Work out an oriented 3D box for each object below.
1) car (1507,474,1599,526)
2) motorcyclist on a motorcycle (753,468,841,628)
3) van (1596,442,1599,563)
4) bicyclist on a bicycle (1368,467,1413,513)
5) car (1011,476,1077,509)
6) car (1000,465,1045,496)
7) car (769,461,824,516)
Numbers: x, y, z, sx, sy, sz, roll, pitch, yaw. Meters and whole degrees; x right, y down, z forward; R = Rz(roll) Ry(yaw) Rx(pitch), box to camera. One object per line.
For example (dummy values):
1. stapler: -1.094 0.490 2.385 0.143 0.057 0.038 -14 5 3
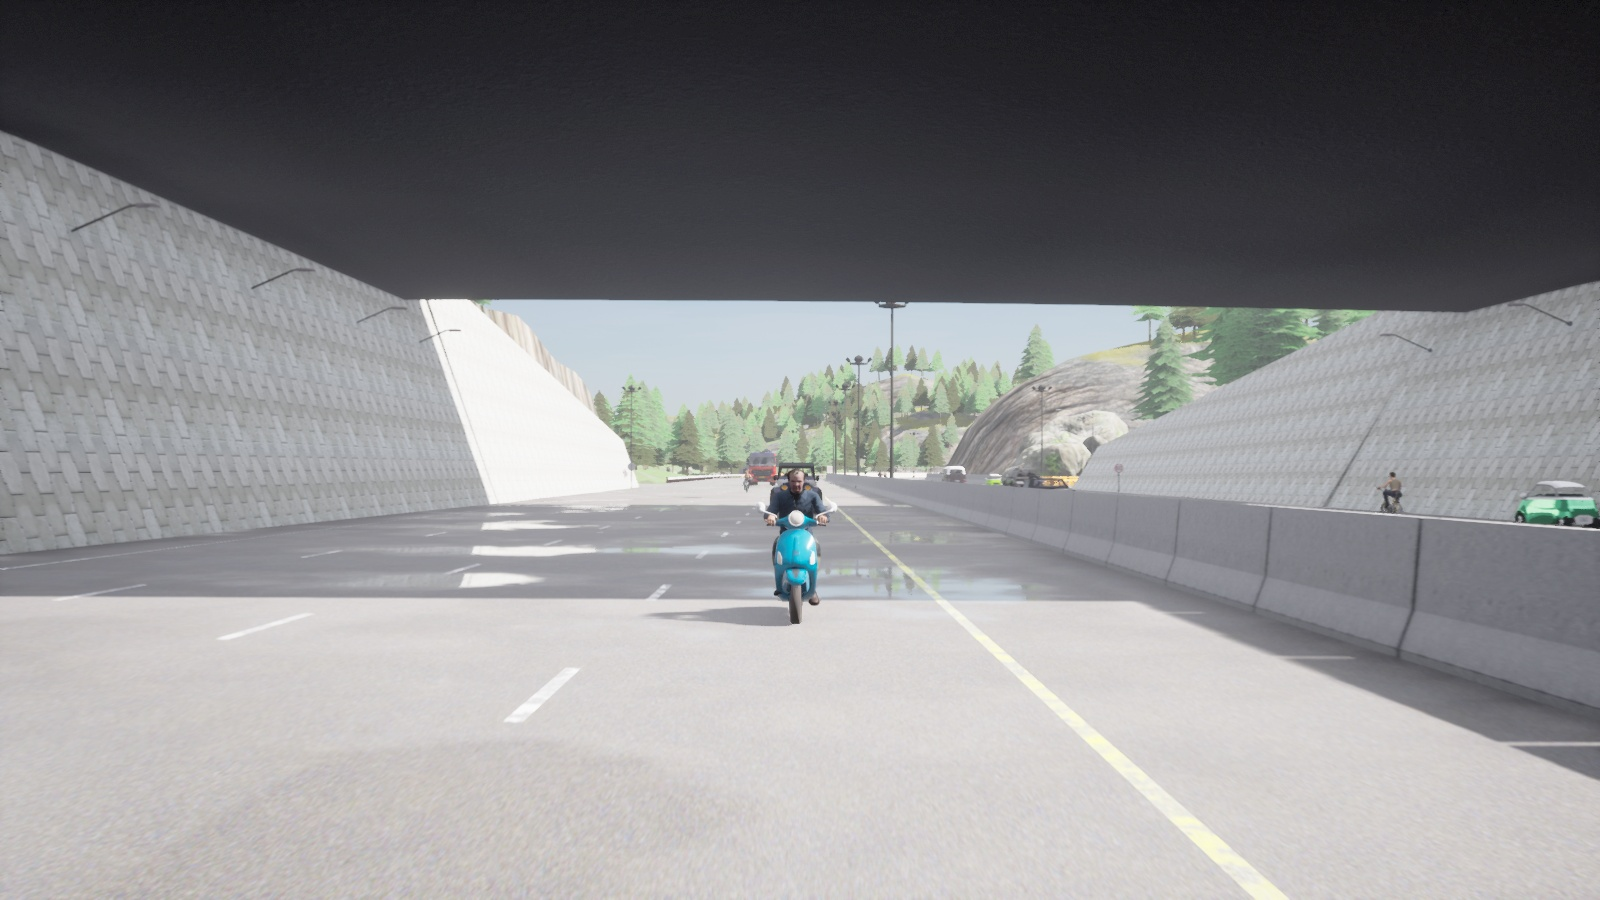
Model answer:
1. car: 20.915 1.367 34.723 1.481 1.376 2.207 0 -1 0
2. motorcyclist on a motorcycle: -0.033 0.994 13.458 0.866 1.590 1.817 0 -1 0
3. van: 13.954 0.819 18.356 1.775 1.987 4.442 0 -1 0
4. bicyclist on a bicycle: 20.877 1.412 44.461 0.866 1.612 1.509 0 -1 0
5. car: 10.350 1.770 53.543 1.895 1.301 4.718 0 -1 0
6. car: 13.763 1.881 77.960 1.932 1.855 4.605 0 -1 0
7. car: -0.122 1.372 45.461 1.905 1.878 3.866 0 -1 0
